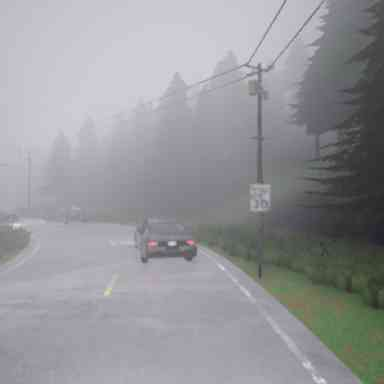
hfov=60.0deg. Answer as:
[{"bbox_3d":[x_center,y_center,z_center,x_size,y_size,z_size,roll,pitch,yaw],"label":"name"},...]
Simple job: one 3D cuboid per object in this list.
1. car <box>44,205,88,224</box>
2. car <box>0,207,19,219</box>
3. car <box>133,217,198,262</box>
[{"bbox_3d":[-10.291,1.809,27.190,4.674,1.442,1.812,0,-1,40],"label":"car"},{"bbox_3d":[-16.764,1.835,27.580,5.357,1.411,2.033,0,-1,26],"label":"car"},{"bbox_3d":[-1.190,1.683,12.837,2.033,1.411,5.357,0,-1,-13],"label":"car"}]
